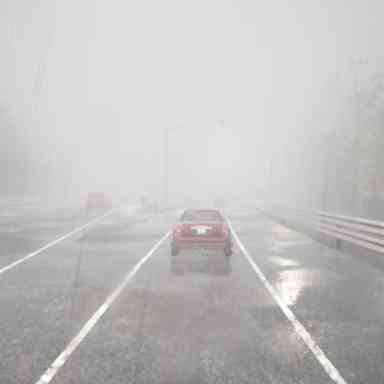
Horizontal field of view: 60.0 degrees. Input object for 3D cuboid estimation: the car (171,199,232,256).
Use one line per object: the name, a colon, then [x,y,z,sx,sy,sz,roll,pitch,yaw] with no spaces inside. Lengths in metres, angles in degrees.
car: [0.404,1.348,13.294,2.097,1.767,4.553,0,0,2]

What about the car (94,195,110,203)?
car: [-17.153,1.284,63.603,2.033,1.411,5.357,0,0,-7]

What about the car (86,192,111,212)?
car: [-10.396,1.066,37.280,2.150,2.045,5.566,0,0,-7]

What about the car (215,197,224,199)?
car: [4.256,1.560,50.898,1.837,1.490,4.892,0,0,9]

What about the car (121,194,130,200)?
car: [-15.367,1.185,77.005,1.837,1.490,4.892,0,0,-7]

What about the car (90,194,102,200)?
car: [-22.593,1.149,78.422,1.882,1.535,5.008,0,0,-7]

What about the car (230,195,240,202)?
car: [10.242,1.569,79.742,1.837,1.490,4.892,0,0,15]
